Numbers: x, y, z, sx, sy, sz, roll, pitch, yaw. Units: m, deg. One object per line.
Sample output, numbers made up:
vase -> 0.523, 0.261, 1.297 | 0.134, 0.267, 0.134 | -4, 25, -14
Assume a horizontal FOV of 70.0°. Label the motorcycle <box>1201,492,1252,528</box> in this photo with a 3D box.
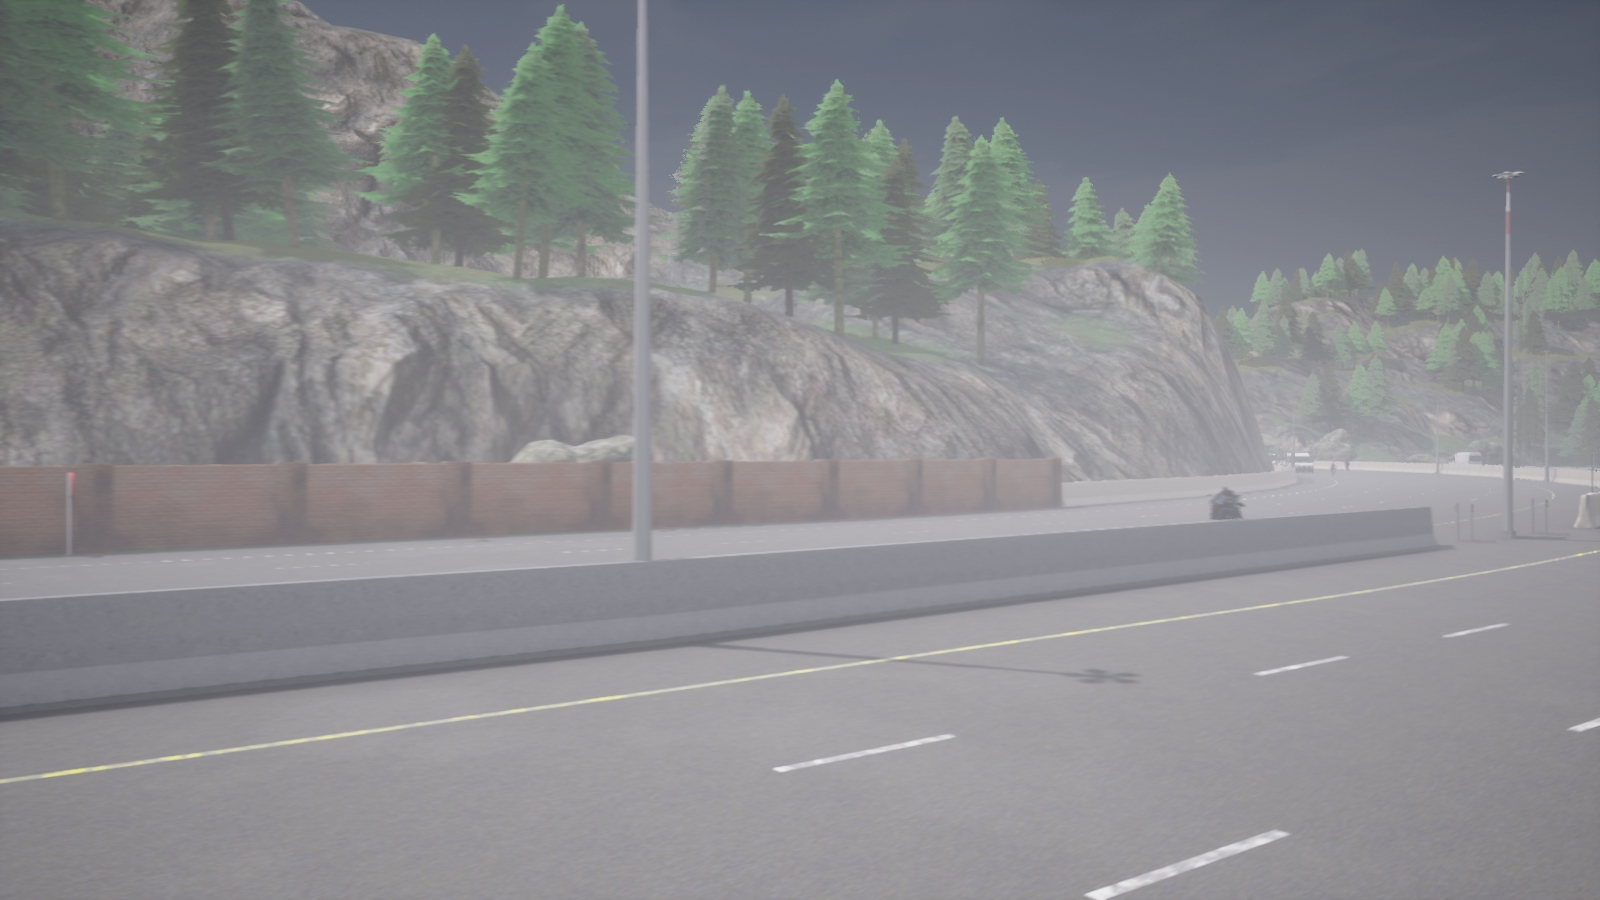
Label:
motorcycle -> 15.879, 2.222, 42.503 | 2.209, 1.251, 0.867 | 0, -1, -43
